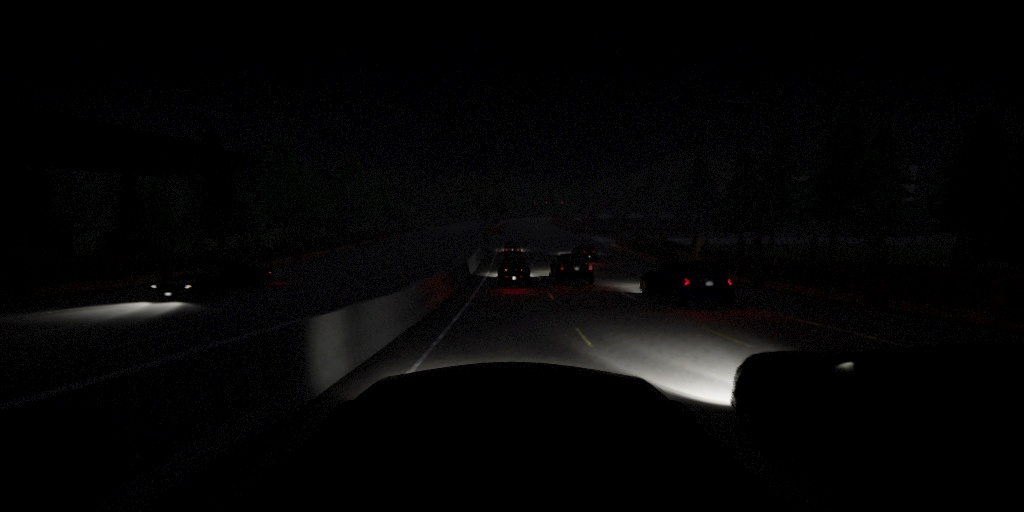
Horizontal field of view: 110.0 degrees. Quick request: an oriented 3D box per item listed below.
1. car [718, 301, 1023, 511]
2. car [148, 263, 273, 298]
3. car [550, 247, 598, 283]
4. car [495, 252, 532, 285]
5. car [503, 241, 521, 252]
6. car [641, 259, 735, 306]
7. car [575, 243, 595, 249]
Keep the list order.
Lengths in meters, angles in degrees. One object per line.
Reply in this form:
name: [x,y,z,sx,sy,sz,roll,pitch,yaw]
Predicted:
car: [3.600,1.314,2.592,1.994,1.385,4.181,0,0,0]
car: [-13.996,1.045,17.225,2.033,1.411,5.357,0,3,0]
car: [3.605,0.577,22.104,2.097,1.767,4.553,0,4,0]
car: [0.104,0.786,21.202,1.837,1.490,4.892,0,3,0]
car: [0.038,-0.896,38.620,2.033,1.411,5.357,0,7,0]
car: [7.105,0.938,15.033,2.097,1.767,4.553,0,2,0]
car: [7.055,-0.490,35.028,1.837,1.490,4.892,0,7,0]
